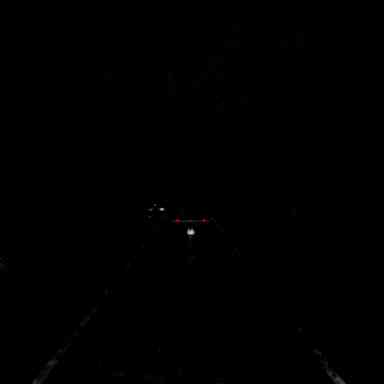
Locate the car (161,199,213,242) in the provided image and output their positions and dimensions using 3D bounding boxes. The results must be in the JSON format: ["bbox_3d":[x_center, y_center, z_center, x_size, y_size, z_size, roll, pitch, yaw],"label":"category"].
[{"bbox_3d":[-0.069,1.315,15.266,2.128,1.511,4.902,0,1,-1],"label":"car"}]

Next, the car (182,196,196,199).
[{"bbox_3d":[-0.320,1.101,37.615,1.895,1.301,4.718,0,1,-1],"label":"car"}]

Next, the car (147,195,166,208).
[{"bbox_3d":[-4.031,1.030,38.855,2.033,1.411,5.357,0,1,-1],"label":"car"}]
